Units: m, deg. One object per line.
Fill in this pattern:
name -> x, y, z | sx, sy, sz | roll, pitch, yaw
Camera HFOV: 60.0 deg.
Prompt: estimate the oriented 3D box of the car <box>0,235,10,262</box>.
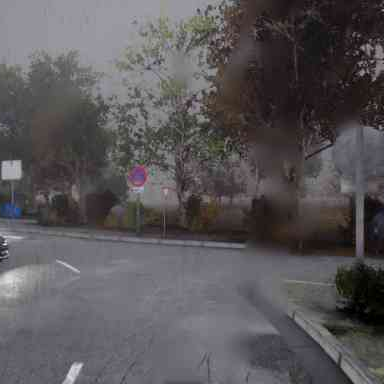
car -> -7.883, 1.504, 10.659 | 4.892, 1.490, 1.837 | 0, 0, 31
